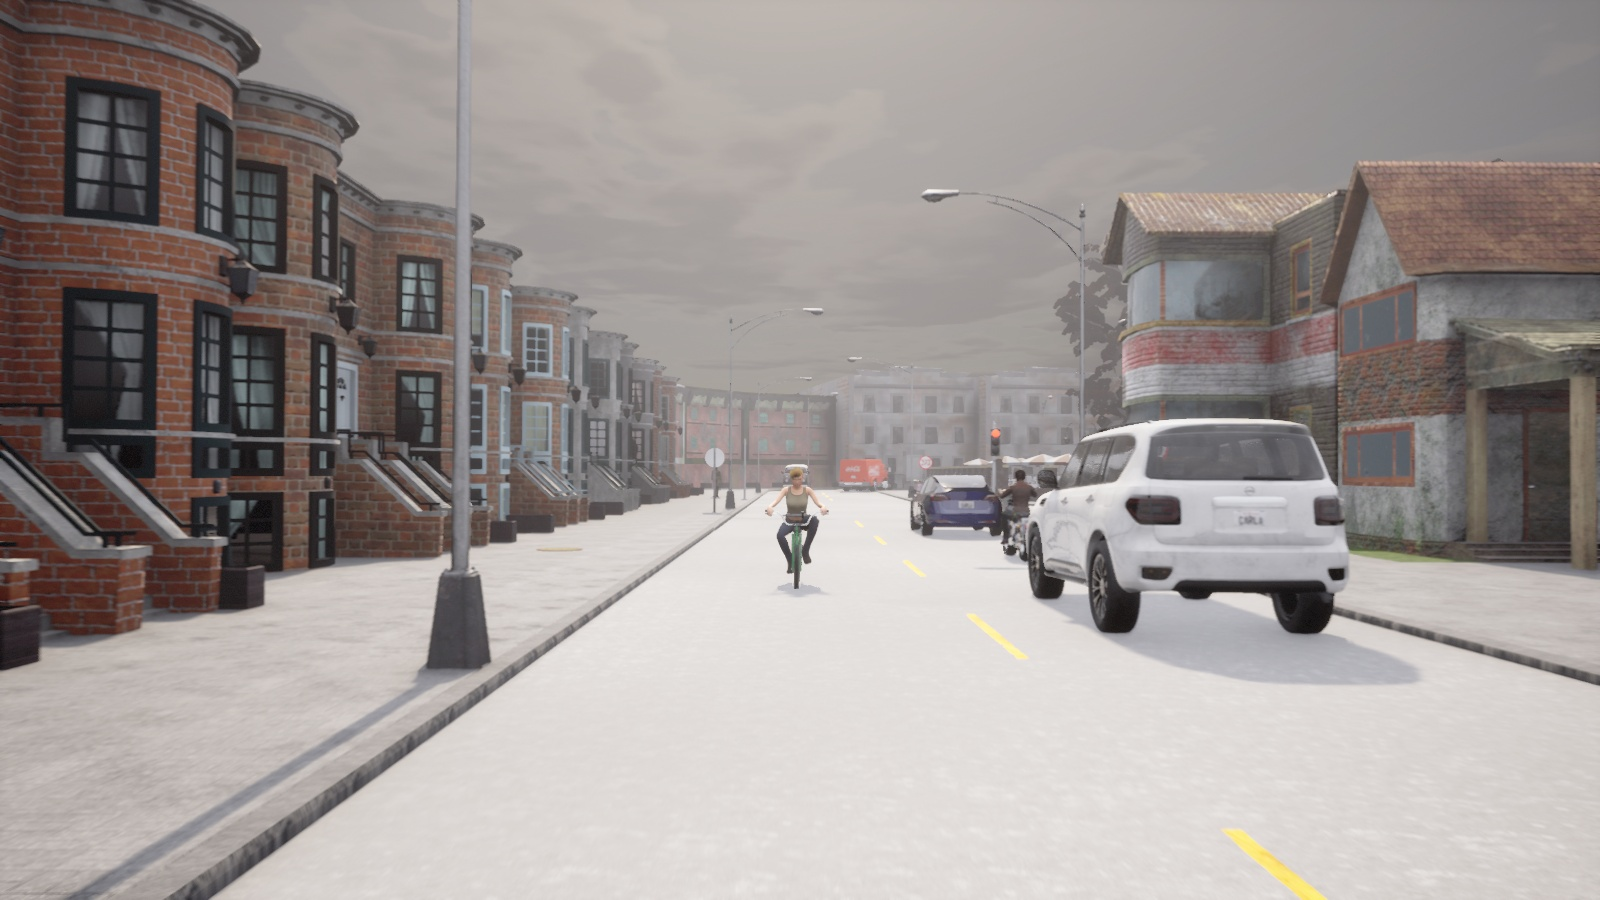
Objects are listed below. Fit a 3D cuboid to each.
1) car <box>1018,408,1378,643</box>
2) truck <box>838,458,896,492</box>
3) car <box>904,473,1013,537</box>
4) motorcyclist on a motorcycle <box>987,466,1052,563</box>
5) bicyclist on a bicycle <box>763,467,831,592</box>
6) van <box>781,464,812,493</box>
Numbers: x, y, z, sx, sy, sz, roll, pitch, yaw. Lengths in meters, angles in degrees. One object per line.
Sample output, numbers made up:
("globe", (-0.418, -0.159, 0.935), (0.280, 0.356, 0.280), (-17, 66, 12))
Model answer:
("car", (3.967, 0.742, 13.779), (2.150, 2.045, 5.566), (0, -2, 0))
("truck", (5.220, 1.942, 97.695), (2.627, 2.467, 5.204), (-2, -2, 26))
("car", (3.922, 1.333, 31.912), (2.163, 1.488, 4.792), (0, -1, 0))
("motorcyclist on a motorcycle", (3.947, 1.130, 22.763), (0.766, 1.649, 2.350), (0, -1, 0))
("bicyclist on a bicycle", (-0.034, 1.036, 16.986), (0.866, 1.612, 1.509), (0, -1, 0))
("van", (-0.224, 2.064, 91.104), (2.069, 2.038, 4.480), (0, -1, 2))
